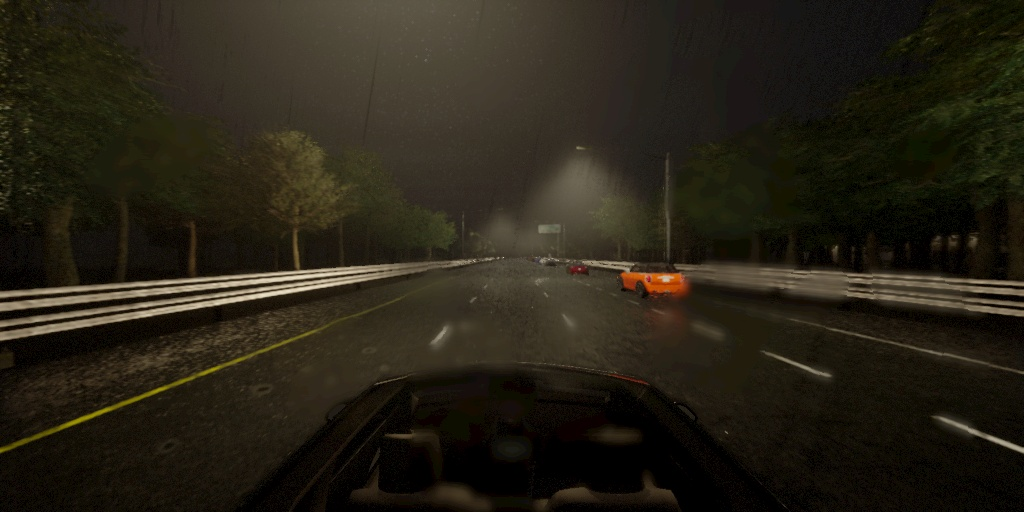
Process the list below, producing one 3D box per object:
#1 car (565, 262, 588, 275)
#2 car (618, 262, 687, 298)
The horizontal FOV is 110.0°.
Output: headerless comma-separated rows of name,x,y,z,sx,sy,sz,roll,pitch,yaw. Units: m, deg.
car,7.072,1.338,39.481,1.994,1.385,4.181,0,0,0
car,7.013,1.108,18.422,2.097,1.767,4.553,0,0,0
